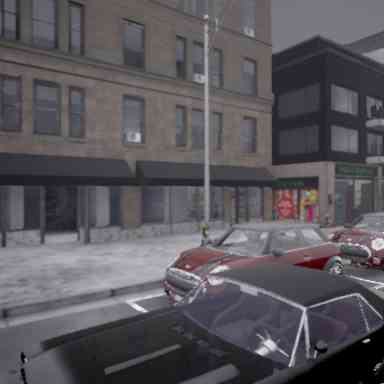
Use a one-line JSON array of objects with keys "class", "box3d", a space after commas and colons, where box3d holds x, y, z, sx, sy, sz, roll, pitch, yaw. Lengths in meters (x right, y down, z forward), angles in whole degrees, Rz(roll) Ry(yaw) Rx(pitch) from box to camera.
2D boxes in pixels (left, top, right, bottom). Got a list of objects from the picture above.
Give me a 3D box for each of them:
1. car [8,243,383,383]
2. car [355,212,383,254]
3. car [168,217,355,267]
[{"class": "car", "box3d": [0.711, 1.588, 3.576, 4.718, 1.301, 1.895, 0, 0, -35]}, {"class": "car", "box3d": [5.898, 1.386, 10.382, 4.097, 1.590, 1.967, 0, 0, -35]}, {"class": "car", "box3d": [1.408, 1.413, 7.186, 4.097, 1.590, 1.967, 0, 0, -35]}]
